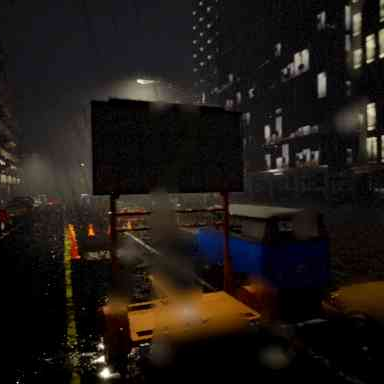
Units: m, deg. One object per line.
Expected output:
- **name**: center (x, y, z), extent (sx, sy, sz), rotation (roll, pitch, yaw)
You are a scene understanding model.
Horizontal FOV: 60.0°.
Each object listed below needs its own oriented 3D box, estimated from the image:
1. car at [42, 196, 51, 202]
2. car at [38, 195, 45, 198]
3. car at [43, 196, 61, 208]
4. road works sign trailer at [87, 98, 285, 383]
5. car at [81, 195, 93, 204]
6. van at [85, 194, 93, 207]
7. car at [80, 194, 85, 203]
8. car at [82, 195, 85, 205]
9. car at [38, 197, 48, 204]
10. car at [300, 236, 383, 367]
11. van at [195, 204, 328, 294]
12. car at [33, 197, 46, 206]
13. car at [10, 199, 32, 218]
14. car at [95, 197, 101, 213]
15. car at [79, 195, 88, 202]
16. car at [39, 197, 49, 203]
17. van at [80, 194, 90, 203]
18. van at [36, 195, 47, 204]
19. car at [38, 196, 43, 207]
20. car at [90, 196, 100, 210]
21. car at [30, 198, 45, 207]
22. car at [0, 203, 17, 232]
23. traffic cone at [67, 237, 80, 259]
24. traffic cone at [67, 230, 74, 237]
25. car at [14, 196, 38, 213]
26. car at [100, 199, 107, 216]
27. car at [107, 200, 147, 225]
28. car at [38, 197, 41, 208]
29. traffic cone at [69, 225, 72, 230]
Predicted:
- **car**: center (-38.278, 1.794, 87.566), extent (1.947, 1.339, 4.313), rotation (-2, 1, -21)
- **car**: center (-24.316, 1.585, 51.487), extent (1.967, 1.590, 4.097), rotation (-2, 1, -21)
- **car**: center (-20.929, 1.606, 50.209), extent (1.812, 1.442, 4.674), rotation (-1, 0, -21)
- **road works sign trailer**: center (-0.349, 0.423, 5.282), extent (2.380, 3.560, 2.880), rotation (-1, 0, -21)
- **car**: center (-20.494, 1.421, 64.820), extent (1.967, 1.590, 4.097), rotation (-2, 1, -21)
- **van**: center (-14.511, 1.292, 49.357), extent (1.690, 1.788, 3.998), rotation (-2, 1, -21)
- **car**: center (-18.495, 1.535, 59.667), extent (1.947, 1.339, 4.313), rotation (-2, 1, -21)
- **car**: center (-16.562, 1.485, 54.671), extent (1.752, 1.417, 4.829), rotation (-2, 1, -21)
- **car**: center (-32.293, 1.771, 72.105), extent (1.802, 1.307, 4.206), rotation (-2, 1, -21)
- **car**: center (3.388, 1.424, 3.132), extent (1.752, 1.417, 4.829), rotation (-2, 1, -21)
- **van**: center (1.450, 1.242, 8.125), extent (1.690, 1.788, 3.998), rotation (-2, 1, -21)
- **car**: center (-28.304, 1.710, 61.797), extent (1.887, 1.381, 4.507), rotation (-2, 1, -21)
- **car**: center (-16.274, 1.637, 30.715), extent (1.752, 1.417, 4.829), rotation (-2, 1, -21)
- **car**: center (-8.520, 1.509, 33.898), extent (1.802, 1.307, 4.206), rotation (-2, 1, -21)
- **car**: center (-24.543, 1.530, 75.287), extent (1.752, 1.417, 4.829), rotation (-2, 1, -21)
- **car**: center (-34.288, 1.784, 77.258), extent (1.802, 1.307, 4.206), rotation (-2, 1, -21)
- **van**: center (-22.492, 1.333, 69.974), extent (1.690, 1.788, 3.998), rotation (-2, 1, -21)
- **van**: center (-30.305, 1.518, 66.949), extent (1.690, 1.788, 3.998), rotation (-2, 1, -21)
- **car**: center (-22.319, 1.686, 46.335), extent (2.008, 1.369, 4.403), rotation (-2, 1, -21)
- **car**: center (-10.515, 1.516, 39.051), extent (1.802, 1.307, 4.206), rotation (-2, 1, -21)
- **car**: center (-26.308, 1.720, 56.643), extent (1.947, 1.339, 4.313), rotation (-2, 1, -21)
- **car**: center (-12.344, 1.644, 20.565), extent (1.887, 1.381, 4.507), rotation (-2, 1, -21)
- **traffic cone**: center (-4.033, 1.947, 11.361), extent (0.340, 0.580, 0.340), rotation (-1, 0, -21)
- **traffic cone**: center (-4.755, 1.948, 13.226), extent (0.340, 0.580, 0.340), rotation (-1, 0, -21)
- **car**: center (-18.335, 1.434, 36.024), extent (2.192, 1.841, 5.009), rotation (-2, 1, -21)
- **car**: center (-6.588, 1.447, 28.901), extent (1.752, 1.417, 4.829), rotation (-2, 1, -21)
- **car**: center (-4.533, 1.355, 23.588), extent (1.967, 1.590, 4.097), rotation (-2, 1, -21)
- **car**: center (-20.323, 1.677, 41.181), extent (2.008, 1.369, 4.403), rotation (-2, 1, -21)
- **traffic cone**: center (-5.477, 1.950, 15.092), extent (0.340, 0.580, 0.340), rotation (-1, 0, -21)
